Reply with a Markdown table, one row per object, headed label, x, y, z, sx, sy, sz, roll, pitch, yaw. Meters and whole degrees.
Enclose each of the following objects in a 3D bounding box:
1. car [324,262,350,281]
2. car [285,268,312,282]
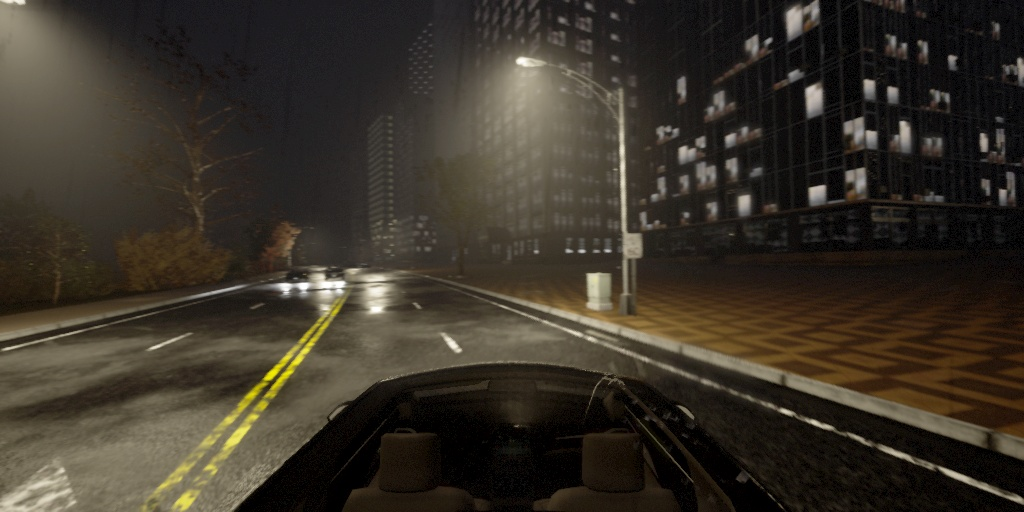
| label | x | y | z | sx | sy | sz | roll | pitch | yaw |
| --- | --- | --- | --- | --- | --- | --- | --- | --- | --- |
| car | -18.269 | 1.691 | 37.108 | 2.128 | 1.511 | 4.902 | 0 | 0 | -23 |
| car | -21.236 | 1.823 | 35.783 | 1.895 | 1.301 | 4.718 | 0 | 0 | -24 |
